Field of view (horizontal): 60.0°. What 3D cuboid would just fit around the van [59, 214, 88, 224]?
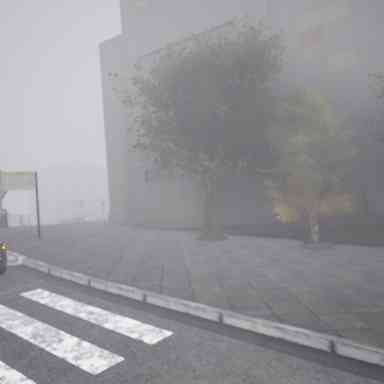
[{"bbox_3d":[-20.254,4.780,55.614,4.442,1.987,1.878,-6,-7,25],"label":"van"}]

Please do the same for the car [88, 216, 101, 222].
[{"bbox_3d":[-18.952,5.204,58.041,5.008,1.535,2.097,-6,-7,25],"label":"car"}]

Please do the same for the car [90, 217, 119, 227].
[{"bbox_3d":[-16.669,5.696,63.252,5.366,1.575,1.946,-6,-8,25],"label":"car"}]

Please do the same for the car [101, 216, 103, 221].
[{"bbox_3d":[-17.731,5.306,60.550,4.553,1.767,2.185,-6,-7,25],"label":"car"}]

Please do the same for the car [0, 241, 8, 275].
[{"bbox_3d":[-6.643,1.485,9.176,4.674,1.442,1.812,1,1,43],"label":"car"}]

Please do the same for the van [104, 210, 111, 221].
[{"bbox_3d":[-10.005,3.321,48.060,4.442,1.987,1.878,-6,-7,25],"label":"van"}]
